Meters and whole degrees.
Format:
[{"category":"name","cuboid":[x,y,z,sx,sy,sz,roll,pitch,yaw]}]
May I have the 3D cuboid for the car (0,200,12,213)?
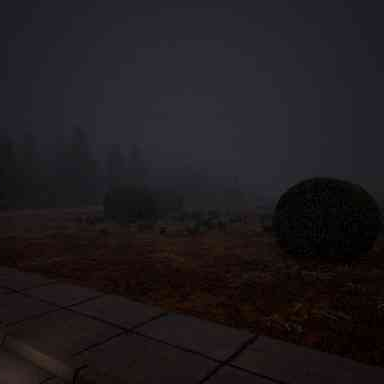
[{"category":"car","cuboid":[-21.899,1.472,35.410,1.882,1.535,5.008,0,0,37]}]
